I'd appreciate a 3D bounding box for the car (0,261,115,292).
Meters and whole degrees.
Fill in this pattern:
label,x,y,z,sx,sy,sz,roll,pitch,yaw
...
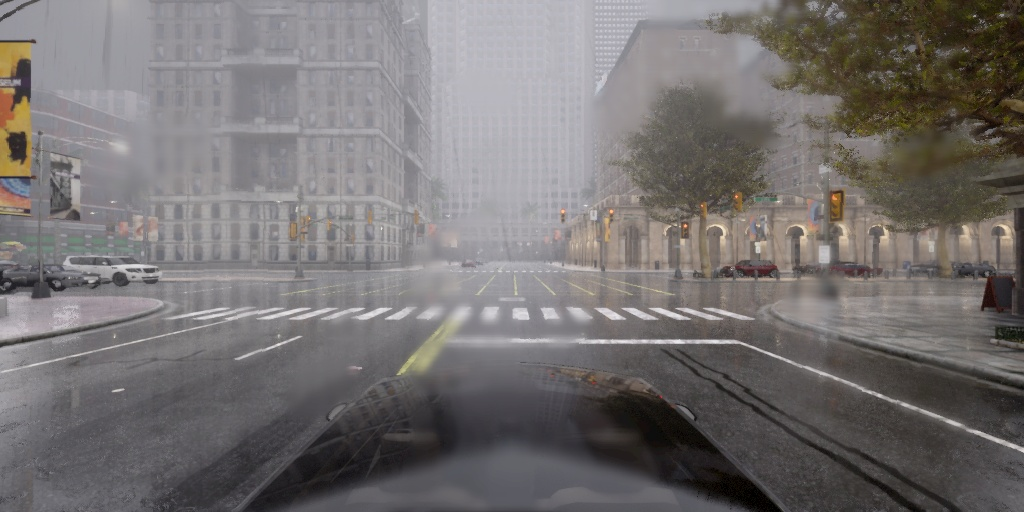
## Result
label,x,y,z,sx,sy,sz,roll,pitch,yaw
car,-27.059,1.241,21.024,4.902,1.511,2.128,0,0,0

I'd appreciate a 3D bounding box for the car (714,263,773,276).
label,x,y,z,sx,sy,sz,roll,pitch,yaw
car,23.159,1.351,35.951,4.718,1.301,1.895,0,0,0

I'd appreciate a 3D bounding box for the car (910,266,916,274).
label,x,y,z,sx,sy,sz,roll,pitch,yaw
car,42.800,1.241,35.834,4.902,1.511,2.128,0,0,1

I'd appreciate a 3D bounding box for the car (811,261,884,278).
label,x,y,z,sx,sy,sz,roll,pitch,yaw
car,30.385,1.351,32.413,4.718,1.301,1.895,0,0,0

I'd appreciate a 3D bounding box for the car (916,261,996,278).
label,x,y,z,sx,sy,sz,roll,pitch,yaw
car,40.372,1.241,32.352,4.902,1.511,2.128,0,0,1

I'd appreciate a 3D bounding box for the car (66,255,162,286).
label,x,y,z,sx,sy,sz,roll,pitch,yaw
car,-27.379,0.971,24.541,5.566,2.045,2.150,0,0,2

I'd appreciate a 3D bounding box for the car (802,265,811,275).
label,x,y,z,sx,sy,sz,roll,pitch,yaw
car,32.483,1.255,35.901,4.892,1.490,1.837,0,0,0

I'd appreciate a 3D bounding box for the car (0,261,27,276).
label,x,y,z,sx,sy,sz,roll,pitch,yaw
car,-52.533,1.255,36.915,4.892,1.490,1.837,0,0,20

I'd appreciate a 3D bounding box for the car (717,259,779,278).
label,x,y,z,sx,sy,sz,roll,pitch,yaw
car,21.397,1.102,32.460,4.553,1.767,2.097,0,0,0

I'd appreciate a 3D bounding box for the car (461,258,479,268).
label,x,y,z,sx,sy,sz,roll,pitch,yaw
car,-7.103,1.227,58.873,1.882,1.535,5.008,0,0,0
